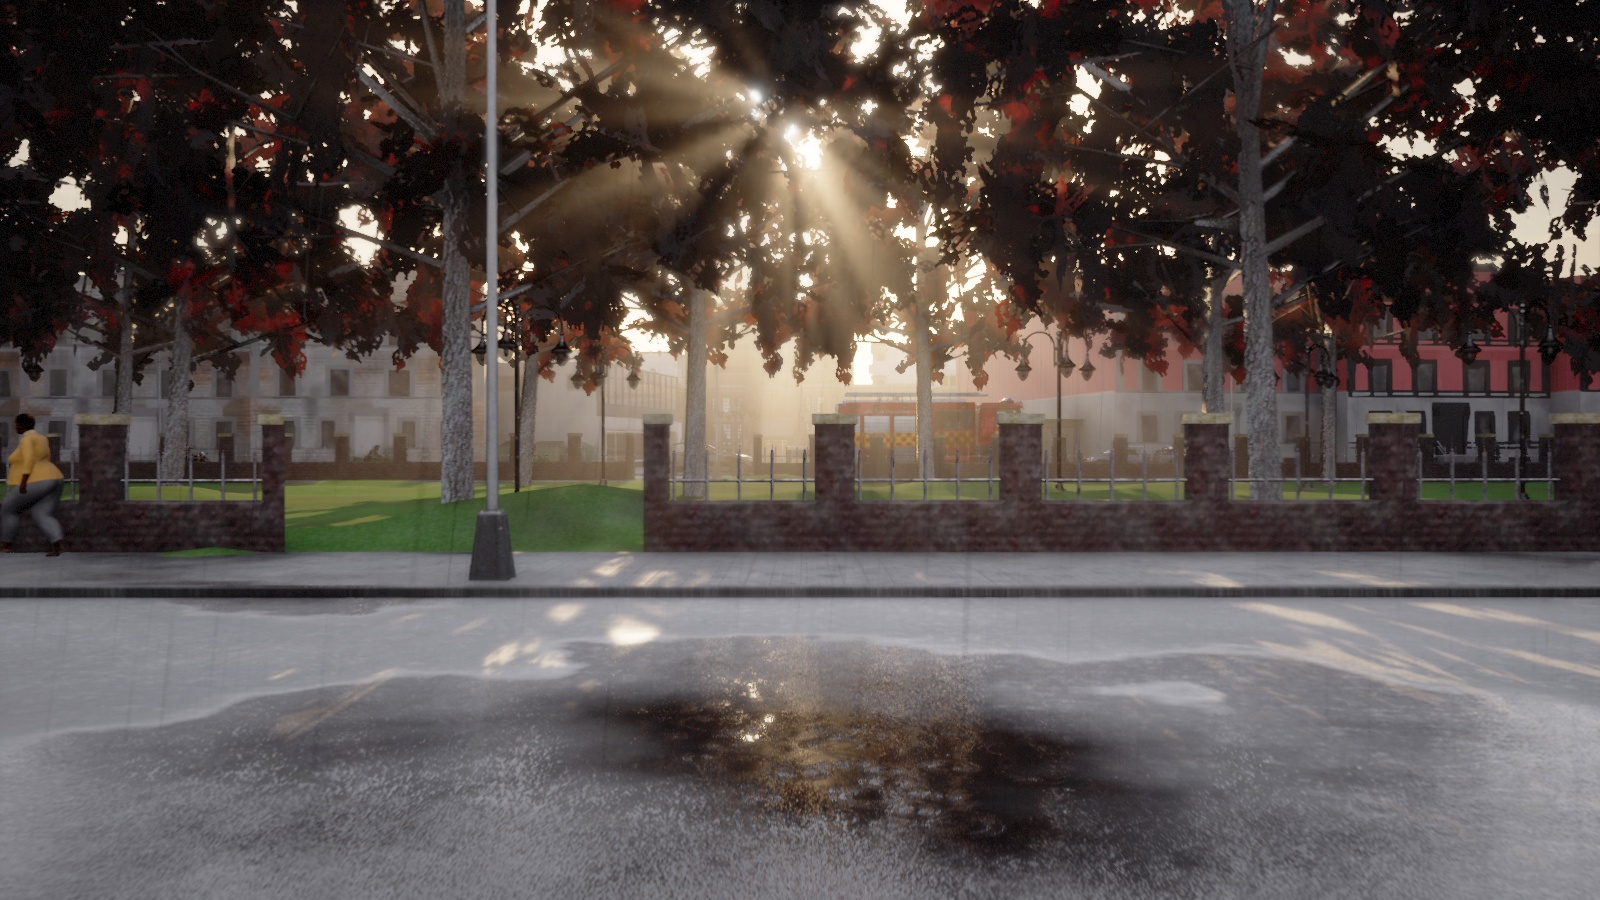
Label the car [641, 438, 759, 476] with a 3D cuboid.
[{"bbox_3d":[-4.389,0.308,55.533,5.027,1.651,2.152,0,0,0],"label":"car"}]

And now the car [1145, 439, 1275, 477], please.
[{"bbox_3d":[18.036,0.328,55.453,5.027,1.651,2.152,0,0,0],"label":"car"}]

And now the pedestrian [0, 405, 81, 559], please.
[{"bbox_3d":[-9.646,0.388,15.613,0.900,1.855,0.874,0,0,0],"label":"pedestrian"}]

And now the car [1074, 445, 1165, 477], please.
[{"bbox_3d":[15.098,0.496,59.465,3.806,1.475,1.970,0,0,0],"label":"car"}]

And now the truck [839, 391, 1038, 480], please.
[{"bbox_3d":[5.999,-0.626,55.491,8.468,3.827,2.891,0,0,0],"label":"truck"}]
